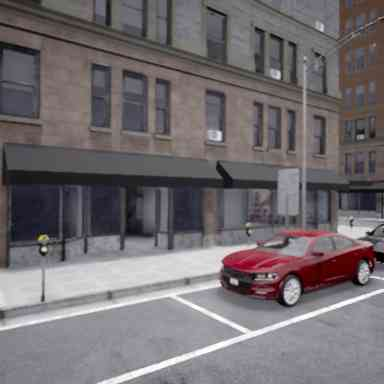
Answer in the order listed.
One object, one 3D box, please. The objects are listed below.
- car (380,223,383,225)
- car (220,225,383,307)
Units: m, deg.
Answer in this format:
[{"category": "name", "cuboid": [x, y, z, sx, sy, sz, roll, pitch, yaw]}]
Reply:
[{"category": "car", "cuboid": [7.179, 1.682, 11.308, 4.313, 1.339, 1.947, 1, 0, -35]}, {"category": "car", "cuboid": [2.693, 1.609, 8.109, 4.507, 1.381, 1.887, 1, 0, -35]}]
